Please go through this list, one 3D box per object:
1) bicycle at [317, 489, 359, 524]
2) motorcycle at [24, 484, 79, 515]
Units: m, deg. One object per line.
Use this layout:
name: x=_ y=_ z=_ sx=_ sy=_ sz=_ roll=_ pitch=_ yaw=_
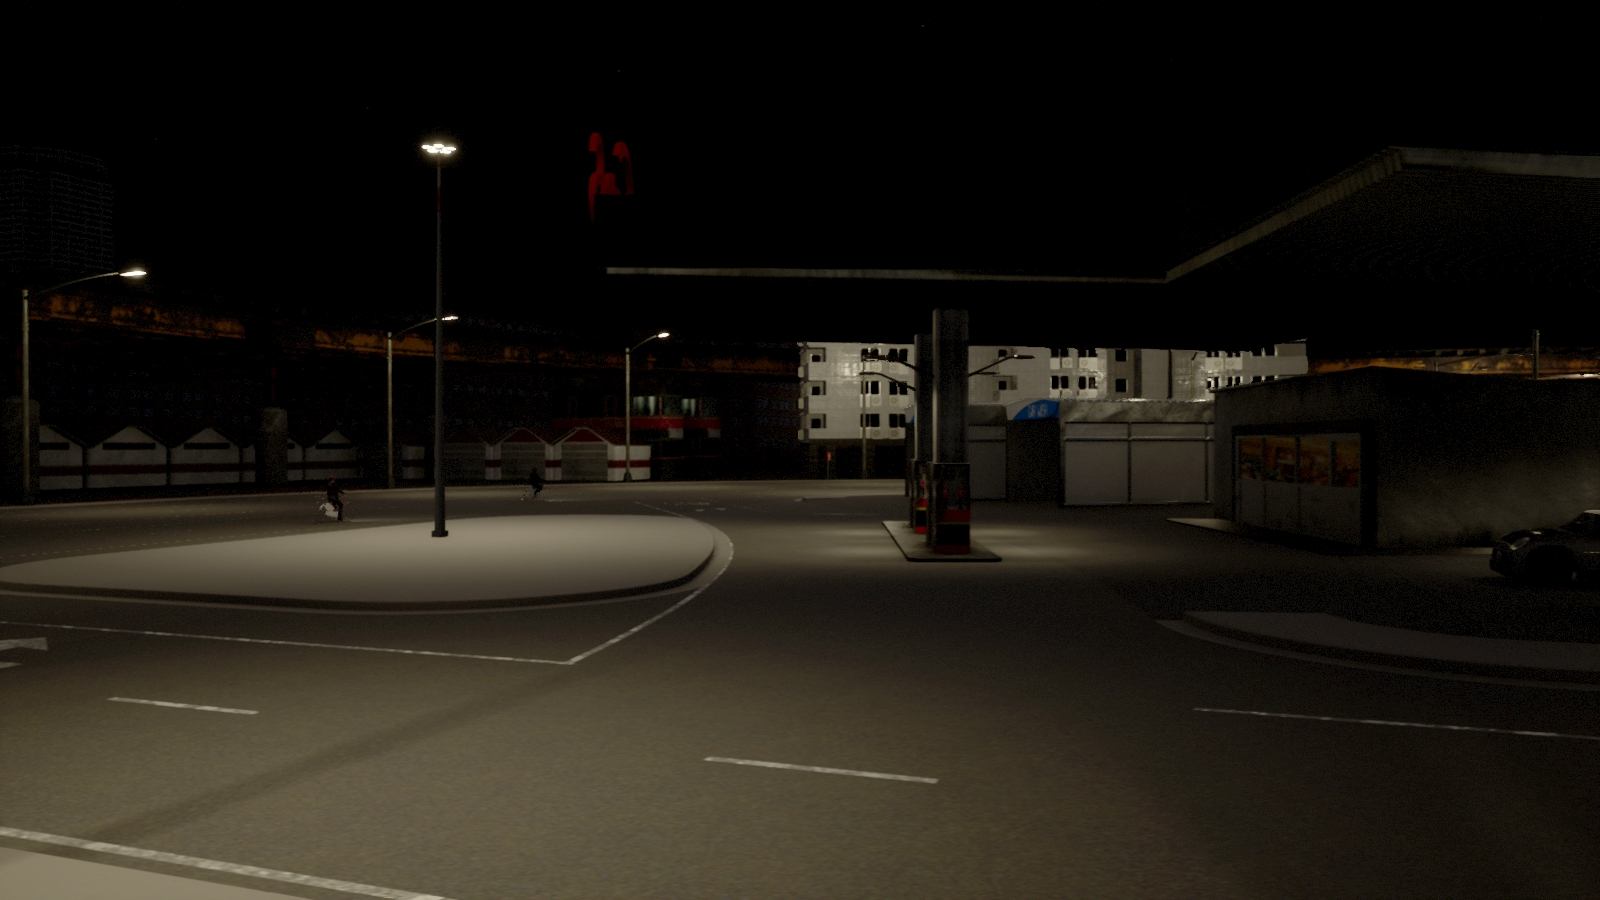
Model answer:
bicycle: x=-17.269 y=2.101 z=42.745 sx=0.329 sy=1.196 sz=1.835 roll=0 pitch=0 yaw=20
motorcycle: x=-31.891 y=2.093 z=48.695 sx=0.856 sy=1.236 sz=1.805 roll=0 pitch=0 yaw=19
